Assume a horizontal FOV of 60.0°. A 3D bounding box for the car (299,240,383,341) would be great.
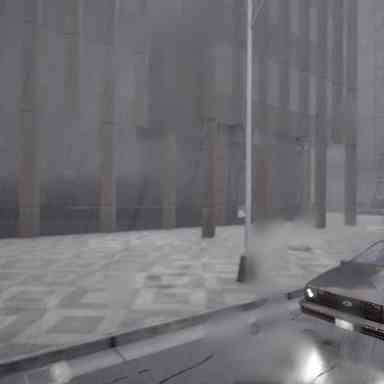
[{"bbox_3d":[4.466,1.648,6.568,5.357,1.411,2.033,1,-1,-36],"label":"car"}]
